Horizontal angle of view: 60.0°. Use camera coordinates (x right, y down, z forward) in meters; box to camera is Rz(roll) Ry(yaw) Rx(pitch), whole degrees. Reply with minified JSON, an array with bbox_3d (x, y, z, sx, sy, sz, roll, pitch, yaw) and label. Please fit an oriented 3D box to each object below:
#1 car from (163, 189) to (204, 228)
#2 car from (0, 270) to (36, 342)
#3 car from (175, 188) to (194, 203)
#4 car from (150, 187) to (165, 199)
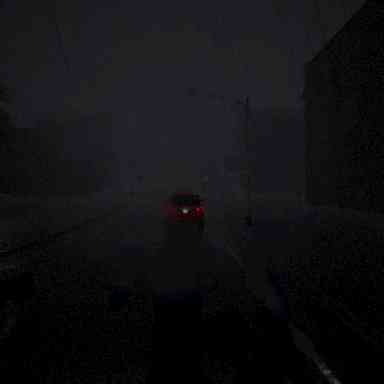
[{"bbox_3d":[-0.407,1.039,20.777,2.150,2.045,5.566,0,2,-1],"label":"car"},{"bbox_3d":[-3.670,1.612,3.687,1.895,1.301,4.718,0,0,-1],"label":"car"},{"bbox_3d":[-0.942,0.398,41.272,2.128,1.511,4.902,0,4,-1],"label":"car"},{"bbox_3d":[-4.761,0.044,46.388,1.882,1.535,5.008,0,4,-1],"label":"car"}]
